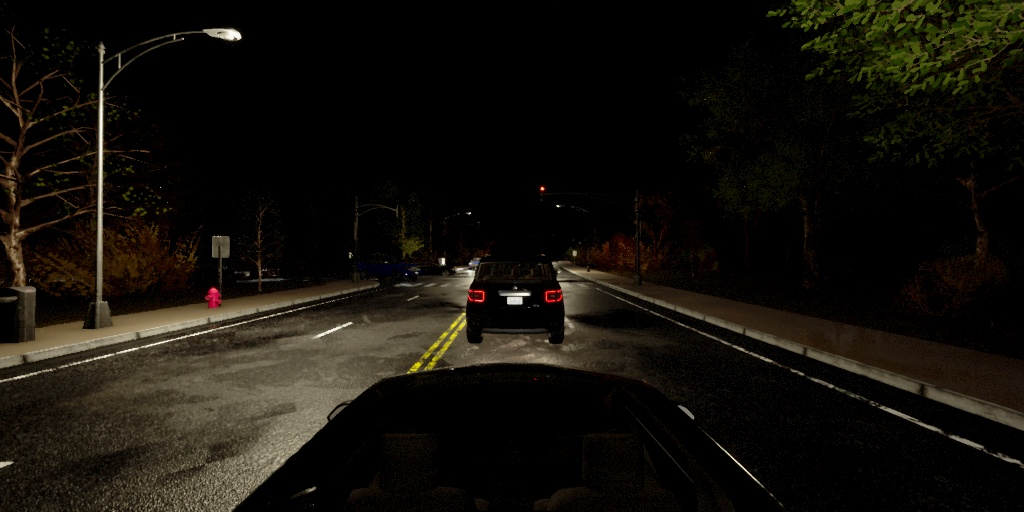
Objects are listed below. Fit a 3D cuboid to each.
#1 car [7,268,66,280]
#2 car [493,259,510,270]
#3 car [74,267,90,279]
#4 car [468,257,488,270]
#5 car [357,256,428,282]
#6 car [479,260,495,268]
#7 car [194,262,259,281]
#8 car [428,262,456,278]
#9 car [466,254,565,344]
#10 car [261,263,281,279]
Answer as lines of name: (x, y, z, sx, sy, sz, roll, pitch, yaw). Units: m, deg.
car: (-47.722, 1.652, 35.917, 5.008, 1.535, 1.882, -1, -1, 10)
car: (-1.461, 1.191, 52.005, 2.128, 1.511, 4.902, 0, 0, 2)
car: (-47.855, 1.715, 39.241, 4.892, 1.490, 1.837, -1, -1, 10)
car: (-4.777, 1.056, 50.934, 2.097, 1.767, 4.553, 0, 0, 4)
car: (-9.922, 0.997, 28.791, 5.566, 2.045, 2.150, -1, -1, 22)
car: (-4.077, 1.285, 59.890, 1.895, 1.301, 4.718, 0, 0, 5)
car: (-25.774, 1.442, 32.116, 4.902, 1.511, 2.128, -1, -1, 10)
car: (-7.881, 1.302, 34.228, 4.902, 1.511, 2.128, -1, 0, -13)
car: (0.109, 0.972, 9.741, 2.150, 2.045, 5.566, 0, 0, 1)
car: (-25.357, 1.331, 35.344, 4.553, 1.767, 2.097, -1, -1, 10)
